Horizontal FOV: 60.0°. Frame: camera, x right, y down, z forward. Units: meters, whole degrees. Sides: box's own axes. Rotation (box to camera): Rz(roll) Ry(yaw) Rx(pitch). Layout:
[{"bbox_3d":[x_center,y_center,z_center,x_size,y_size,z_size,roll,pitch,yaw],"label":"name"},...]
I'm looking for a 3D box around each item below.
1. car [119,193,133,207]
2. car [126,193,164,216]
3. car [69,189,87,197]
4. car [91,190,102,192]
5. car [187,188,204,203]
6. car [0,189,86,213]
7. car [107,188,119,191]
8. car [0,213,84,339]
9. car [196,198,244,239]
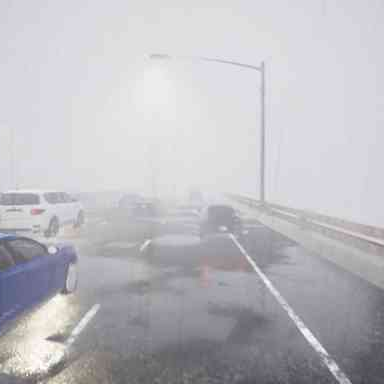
[{"bbox_3d":[-6.659,0.820,36.370,1.994,1.385,4.181,0,1,1],"label":"car"},{"bbox_3d":[-3.312,1.018,25.654,2.033,1.411,5.357,0,1,1],"label":"car"},{"bbox_3d":[-23.426,0.138,68.560,1.837,1.490,4.892,0,1,2],"label":"car"},{"bbox_3d":[-19.902,0.179,69.181,1.994,1.385,4.181,0,1,2],"label":"car"},{"bbox_3d":[0.470,0.607,44.040,1.837,1.490,4.892,0,1,1],"label":"car"},{"bbox_3d":[-6.890,0.896,15.629,2.150,2.045,5.566,0,1,0],"label":"car"},{"bbox_3d":[-16.404,-0.017,69.070,2.097,1.767,4.553,0,1,2],"label":"car"},{"bbox_3d":[-3.405,1.364,5.244,1.882,1.535,5.008,0,1,0],"label":"car"},{"bbox_3d":[1.231,1.207,15.266,1.812,1.442,4.674,0,1,0],"label":"car"}]
